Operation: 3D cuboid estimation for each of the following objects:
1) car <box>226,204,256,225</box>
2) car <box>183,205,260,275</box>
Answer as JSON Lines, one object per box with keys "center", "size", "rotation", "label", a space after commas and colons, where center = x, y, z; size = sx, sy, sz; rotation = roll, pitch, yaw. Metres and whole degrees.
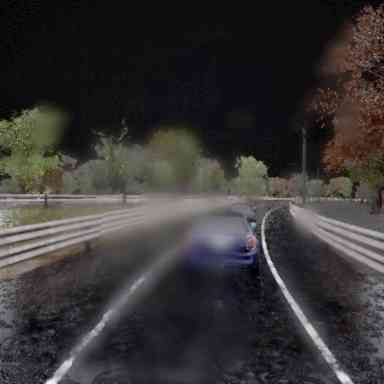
{"center": [4.003, 1.698, 26.440], "size": [1.994, 1.385, 4.181], "rotation": [0, 0, 13], "label": "car"}
{"center": [1.040, 1.404, 10.921], "size": [2.097, 1.767, 4.553], "rotation": [0, 0, 7], "label": "car"}
